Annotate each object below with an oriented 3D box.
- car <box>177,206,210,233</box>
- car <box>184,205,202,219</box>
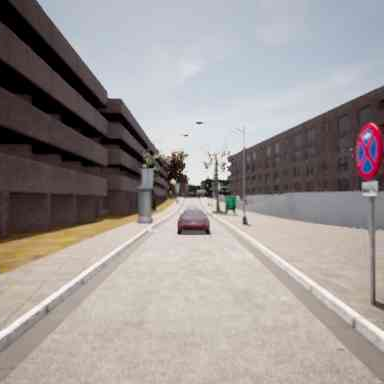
[{"bbox_3d":[0.097,1.800,21.360,1.994,1.385,4.181,0,-1,0],"label":"car"},{"bbox_3d":[0.095,2.313,39.418,2.033,1.411,5.357,0,-2,0],"label":"car"}]
